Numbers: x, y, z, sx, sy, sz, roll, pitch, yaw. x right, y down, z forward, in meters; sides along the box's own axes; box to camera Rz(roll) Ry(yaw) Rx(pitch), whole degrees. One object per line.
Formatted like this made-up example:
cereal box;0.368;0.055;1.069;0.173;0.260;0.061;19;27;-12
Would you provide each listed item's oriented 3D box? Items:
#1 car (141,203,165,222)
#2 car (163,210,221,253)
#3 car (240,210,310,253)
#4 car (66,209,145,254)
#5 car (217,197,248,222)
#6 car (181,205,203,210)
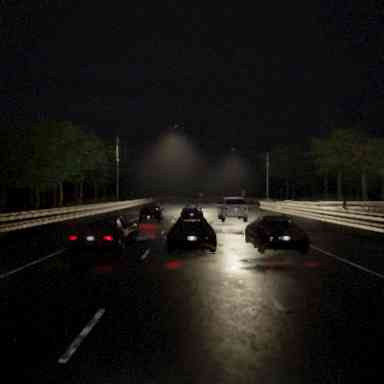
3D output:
car;-3.510;1.773;29.286;1.837;1.490;4.892;0;0;0
car;-0.002;1.697;14.305;1.994;1.385;4.181;0;0;0
car;3.499;1.697;14.337;1.994;1.385;4.181;0;0;0
car;-3.506;1.677;13.984;2.033;1.411;5.357;0;0;0
car;3.486;1.479;29.011;2.150;2.045;5.566;0;0;0
car;-0.010;1.829;29.281;1.994;1.385;4.181;0;0;0
